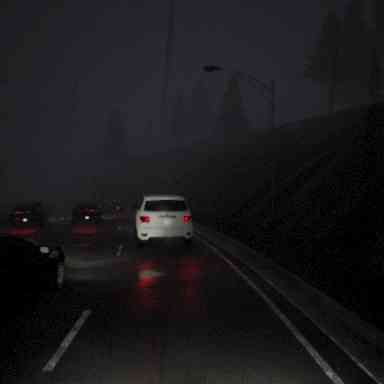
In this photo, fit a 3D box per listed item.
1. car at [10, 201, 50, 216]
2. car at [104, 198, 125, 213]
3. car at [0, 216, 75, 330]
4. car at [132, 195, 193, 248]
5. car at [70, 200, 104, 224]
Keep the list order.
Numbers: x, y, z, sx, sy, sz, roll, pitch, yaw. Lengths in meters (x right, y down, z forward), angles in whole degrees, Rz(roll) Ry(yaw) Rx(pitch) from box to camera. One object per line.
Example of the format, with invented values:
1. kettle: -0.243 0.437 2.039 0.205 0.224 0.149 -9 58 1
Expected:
1. car: -10.549 1.364 21.794 1.837 1.490 4.892 0 0 -18
2. car: -8.089 1.311 33.711 1.812 1.442 4.674 0 0 -27
3. car: -3.729 1.440 5.684 1.882 1.535 5.008 0 0 -4
4. car: -1.390 1.129 14.650 2.150 2.045 5.566 0 0 -11
5. car: -7.415 1.355 23.371 1.837 1.490 4.892 0 0 -18
